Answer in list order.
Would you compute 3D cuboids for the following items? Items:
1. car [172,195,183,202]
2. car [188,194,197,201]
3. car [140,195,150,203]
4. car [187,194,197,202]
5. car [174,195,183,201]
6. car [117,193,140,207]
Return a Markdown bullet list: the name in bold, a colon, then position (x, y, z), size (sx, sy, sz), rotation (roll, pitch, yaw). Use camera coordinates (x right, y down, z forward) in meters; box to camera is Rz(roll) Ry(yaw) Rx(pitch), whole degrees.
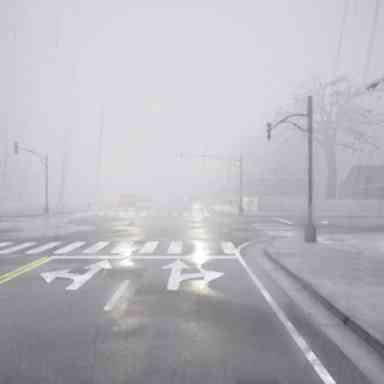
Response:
- **car**: position (-3.241, 1.569, 71.667), size (1.895, 1.301, 4.718), rotation (0, 0, 0)
- **car**: position (0.010, 1.343, 81.641), size (2.128, 1.511, 4.902), rotation (0, 0, 0)
- **car**: position (-9.744, 1.338, 66.215), size (2.097, 1.767, 4.553), rotation (0, 0, 0)
- **car**: position (0.009, 1.498, 71.636), size (1.812, 1.442, 4.674), rotation (0, 0, 0)
- **car**: position (-3.240, 1.371, 81.641), size (1.994, 1.385, 4.181), rotation (0, 0, 0)
- **car**: position (-9.811, 1.209, 50.787), size (2.150, 2.045, 5.566), rotation (0, 0, 0)
